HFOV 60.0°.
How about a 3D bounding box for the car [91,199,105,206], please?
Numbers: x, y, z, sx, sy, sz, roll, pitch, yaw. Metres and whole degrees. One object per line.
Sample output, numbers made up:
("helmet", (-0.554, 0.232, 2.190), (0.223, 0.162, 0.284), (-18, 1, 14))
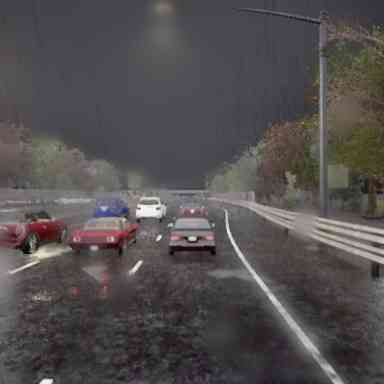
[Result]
("car", (-20.914, 2.289, 73.922), (1.812, 1.442, 4.674), (0, -1, 0))

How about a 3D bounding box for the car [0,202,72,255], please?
("car", (-6.980, 1.484, 14.063), (2.097, 1.767, 4.553), (0, -1, 0))

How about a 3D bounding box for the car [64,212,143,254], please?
("car", (-3.481, 1.735, 14.092), (1.895, 1.301, 4.718), (0, -1, 0))

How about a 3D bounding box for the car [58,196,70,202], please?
("car", (-27.913, 1.990, 73.904), (2.150, 2.045, 5.566), (0, -1, 0))

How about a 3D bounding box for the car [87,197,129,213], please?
("car", (-6.965, 1.498, 29.003), (2.150, 2.045, 5.566), (0, 0, 0))

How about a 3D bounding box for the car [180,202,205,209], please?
("car", (0.037, 1.632, 29.060), (2.097, 1.767, 4.553), (0, -1, 0))

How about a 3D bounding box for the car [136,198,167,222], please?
("car", (-3.465, 1.498, 29.015), (2.150, 2.045, 5.566), (0, 0, 0))

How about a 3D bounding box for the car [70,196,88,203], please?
("car", (-24.414, 1.990, 73.900), (2.150, 2.045, 5.566), (0, -1, 0))

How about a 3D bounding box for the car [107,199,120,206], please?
("car", (-17.413, 2.243, 73.919), (1.882, 1.535, 5.008), (0, -1, 0))

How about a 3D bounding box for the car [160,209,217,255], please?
("car", (0.018, 1.680, 13.971), (2.033, 1.411, 5.357), (0, -1, 0))
